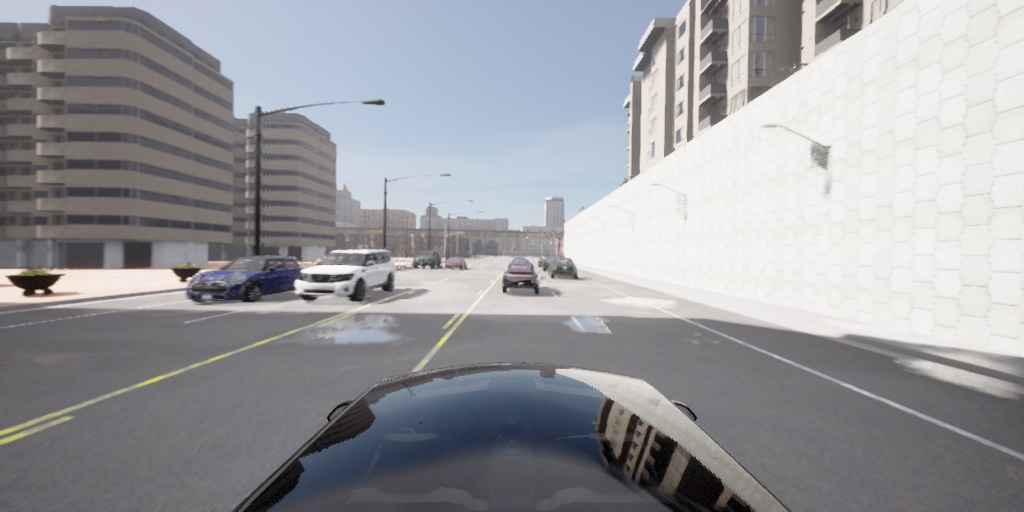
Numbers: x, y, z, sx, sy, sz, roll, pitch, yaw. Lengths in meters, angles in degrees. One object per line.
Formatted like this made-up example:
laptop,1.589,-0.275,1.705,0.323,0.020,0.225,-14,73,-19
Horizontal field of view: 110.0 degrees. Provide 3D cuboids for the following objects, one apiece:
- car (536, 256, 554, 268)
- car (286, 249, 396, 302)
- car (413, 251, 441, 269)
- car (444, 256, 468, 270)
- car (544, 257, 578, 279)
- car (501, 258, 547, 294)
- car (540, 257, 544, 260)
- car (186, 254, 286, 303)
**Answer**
car,4.602,0.824,50.717,2.128,1.511,4.902,1,1,2
car,-6.826,0.710,15.549,2.150,2.045,5.566,1,1,1
car,-9.651,0.409,41.281,2.150,2.045,5.566,1,0,2
car,-6.200,0.782,40.022,1.812,1.442,4.674,1,1,2
car,4.118,0.888,29.691,2.097,1.767,4.553,1,1,2
car,0.454,1.074,19.015,2.128,1.511,4.902,1,1,1
car,4.338,0.914,39.919,1.882,1.535,5.008,1,1,1
car,-10.356,0.797,14.475,2.097,1.767,4.553,1,1,1
